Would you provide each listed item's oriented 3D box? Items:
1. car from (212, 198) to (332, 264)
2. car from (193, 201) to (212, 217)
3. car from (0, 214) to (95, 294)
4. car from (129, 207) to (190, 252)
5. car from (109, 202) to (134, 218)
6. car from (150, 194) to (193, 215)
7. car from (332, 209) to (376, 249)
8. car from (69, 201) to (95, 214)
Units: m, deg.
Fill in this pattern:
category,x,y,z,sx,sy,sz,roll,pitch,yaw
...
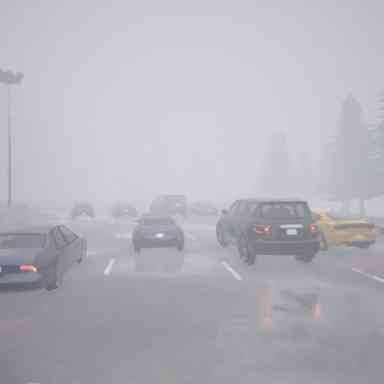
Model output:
category,x,y,z,sx,sy,sz,roll,pitch,yaw
car,2.432,1.209,12.004,2.150,2.045,5.566,0,0,-8
car,0.829,1.553,31.233,1.994,1.385,4.181,0,0,-21
car,-4.167,1.564,8.956,2.033,1.411,5.357,0,0,-8
car,-1.544,1.567,14.176,1.994,1.385,4.181,0,0,-11
car,-6.409,1.585,30.522,1.994,1.385,4.181,0,0,-22
car,-2.125,1.224,29.392,2.150,2.045,5.566,0,0,-20
car,5.540,1.450,14.242,1.882,1.535,5.008,0,0,-10
car,-9.812,1.542,29.676,1.837,1.490,4.892,0,0,-22
